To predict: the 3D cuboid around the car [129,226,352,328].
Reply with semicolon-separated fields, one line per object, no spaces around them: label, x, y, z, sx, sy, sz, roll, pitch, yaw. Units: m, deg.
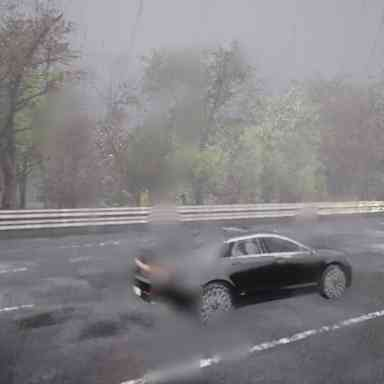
car;1.183;1.477;6.873;4.902;1.511;2.128;0;0;-28
